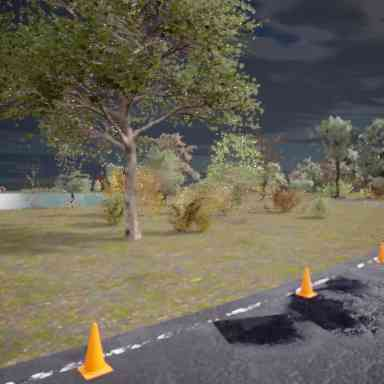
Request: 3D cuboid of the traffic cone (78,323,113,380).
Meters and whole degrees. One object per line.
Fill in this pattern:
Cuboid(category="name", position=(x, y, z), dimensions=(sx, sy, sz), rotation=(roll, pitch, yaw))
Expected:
Cuboid(category="traffic cone", position=(-1.233, 1.972, 4.238), dimensions=(0.340, 0.580, 0.340), rotation=(0, 0, -37))

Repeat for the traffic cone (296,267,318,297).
Cuboid(category="traffic cone", position=(2.518, 1.950, 7.298), dimensions=(0.340, 0.580, 0.340), rotation=(0, 0, -41))

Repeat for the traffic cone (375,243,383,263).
Cuboid(category="traffic cone", position=(6.066, 1.926, 10.592), dimensions=(0.340, 0.580, 0.340), rotation=(0, 0, -45))

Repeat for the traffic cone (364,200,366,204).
Cuboid(category="traffic cone", position=(27.662, 1.579, 53.017), dimensions=(0.340, 0.580, 0.340), rotation=(0, 0, 9))
